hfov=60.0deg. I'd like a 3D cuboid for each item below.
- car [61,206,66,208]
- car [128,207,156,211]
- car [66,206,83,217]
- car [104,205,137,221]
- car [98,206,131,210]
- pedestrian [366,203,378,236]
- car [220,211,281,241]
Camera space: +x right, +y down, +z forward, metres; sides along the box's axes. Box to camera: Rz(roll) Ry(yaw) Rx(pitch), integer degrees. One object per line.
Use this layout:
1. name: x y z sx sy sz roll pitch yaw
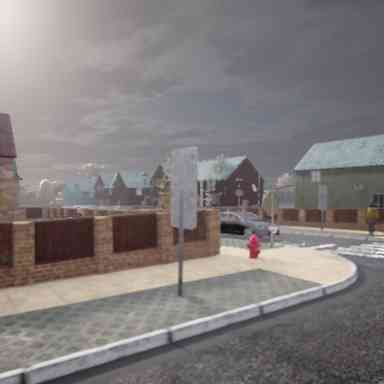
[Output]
1. car: -21.970 3.196 57.969 1.837 1.490 4.892 2 -3 -36
2. car: -2.820 2.092 26.439 2.128 1.511 4.902 2 -3 -36
3. car: -14.114 2.740 42.130 1.895 1.301 4.718 2 -3 -35
4. car: -8.509 2.402 39.355 2.097 1.767 4.553 2 -3 -36
5. car: -8.438 2.220 34.236 2.097 1.767 4.553 2 -3 -36
6. pedestrian: 10.051 1.491 18.646 0.375 1.860 0.375 0 0 -36
7. car: 2.725 1.832 18.804 2.128 1.511 4.902 2 -3 -37
